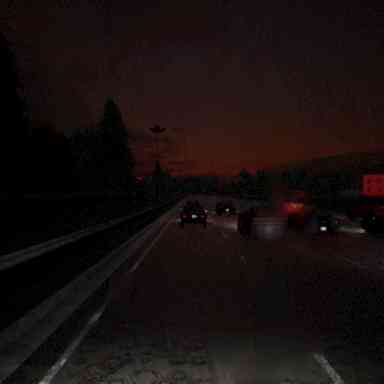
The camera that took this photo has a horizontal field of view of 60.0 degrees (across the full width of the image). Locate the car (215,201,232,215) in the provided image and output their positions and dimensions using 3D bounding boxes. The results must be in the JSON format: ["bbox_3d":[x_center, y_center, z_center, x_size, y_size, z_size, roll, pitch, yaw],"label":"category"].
[{"bbox_3d":[3.615,1.684,36.287,1.812,1.442,4.674,0,0,0],"label":"car"}]

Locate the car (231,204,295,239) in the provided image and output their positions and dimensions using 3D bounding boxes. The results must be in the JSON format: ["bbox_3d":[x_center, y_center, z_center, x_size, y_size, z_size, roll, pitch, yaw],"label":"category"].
[{"bbox_3d":[3.607,1.570,17.864,2.128,1.511,4.902,0,0,0],"label":"car"}]

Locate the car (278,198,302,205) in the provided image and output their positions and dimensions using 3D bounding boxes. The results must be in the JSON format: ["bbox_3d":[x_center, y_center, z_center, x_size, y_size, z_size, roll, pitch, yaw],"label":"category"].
[{"bbox_3d":[10.617,1.512,36.538,2.097,1.767,4.553,0,0,0],"label":"car"}]

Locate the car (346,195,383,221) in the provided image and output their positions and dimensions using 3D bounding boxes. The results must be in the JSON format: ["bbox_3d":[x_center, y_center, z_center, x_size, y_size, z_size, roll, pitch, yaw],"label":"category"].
[{"bbox_3d":[14.110,1.334,25.716,2.150,2.045,5.566,0,0,0],"label":"car"}]

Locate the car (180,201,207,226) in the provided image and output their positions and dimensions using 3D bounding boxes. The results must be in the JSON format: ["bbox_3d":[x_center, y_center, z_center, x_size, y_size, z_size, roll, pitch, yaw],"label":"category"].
[{"bbox_3d":[0.110,1.653,24.159,2.033,1.411,5.357,0,0,0],"label":"car"}]

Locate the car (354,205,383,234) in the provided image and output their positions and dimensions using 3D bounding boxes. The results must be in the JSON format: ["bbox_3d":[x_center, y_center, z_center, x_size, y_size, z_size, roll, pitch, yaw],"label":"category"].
[{"bbox_3d":[10.606,1.621,16.671,2.033,1.411,5.357,0,0,0],"label":"car"}]

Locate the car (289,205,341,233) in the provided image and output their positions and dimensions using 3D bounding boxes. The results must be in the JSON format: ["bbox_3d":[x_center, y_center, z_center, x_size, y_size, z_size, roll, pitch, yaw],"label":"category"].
[{"bbox_3d":[7.108,1.689,20.169,1.895,1.301,4.718,0,0,0],"label":"car"}]
